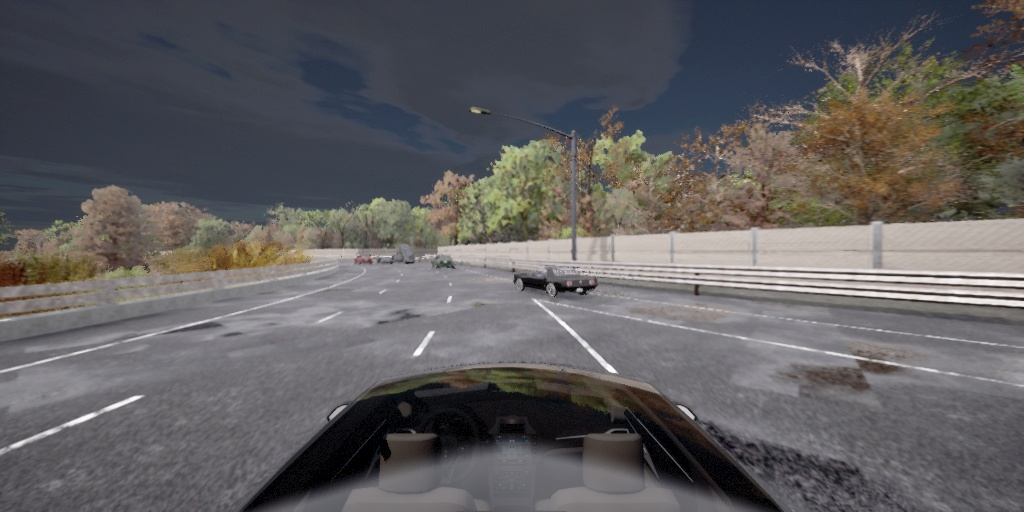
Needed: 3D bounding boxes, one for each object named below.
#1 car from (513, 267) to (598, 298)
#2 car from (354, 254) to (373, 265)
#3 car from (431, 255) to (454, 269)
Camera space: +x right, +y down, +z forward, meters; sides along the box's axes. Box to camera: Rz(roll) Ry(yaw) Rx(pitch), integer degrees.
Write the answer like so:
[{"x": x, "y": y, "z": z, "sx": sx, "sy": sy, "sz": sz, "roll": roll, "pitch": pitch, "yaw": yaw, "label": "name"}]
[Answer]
[{"x": 1.866, "y": 1.152, "z": 17.208, "sx": 1.895, "sy": 1.301, "sz": 4.718, "roll": -1, "pitch": 1, "yaw": -27, "label": "car"}, {"x": -24.972, "y": 0.581, "z": 60.150, "sx": 2.097, "sy": 1.767, "sz": 4.553, "roll": -1, "pitch": 1, "yaw": -36, "label": "car"}, {"x": -8.511, "y": 0.660, "z": 43.552, "sx": 2.097, "sy": 1.767, "sz": 4.553, "roll": -1, "pitch": 1, "yaw": -22, "label": "car"}]
